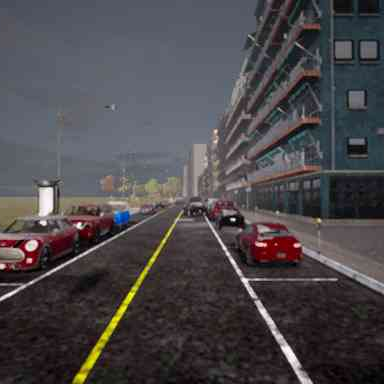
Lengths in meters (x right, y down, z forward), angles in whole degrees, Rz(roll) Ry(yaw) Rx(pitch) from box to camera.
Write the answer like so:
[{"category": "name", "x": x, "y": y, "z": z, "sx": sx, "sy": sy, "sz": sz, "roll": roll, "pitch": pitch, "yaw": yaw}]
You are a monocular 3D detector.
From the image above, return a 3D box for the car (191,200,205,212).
[{"category": "car", "x": 0.841, "y": 1.950, "z": 46.681, "sx": 1.837, "sy": 1.490, "sz": 4.892, "roll": 0, "pitch": -1, "yaw": 0}]

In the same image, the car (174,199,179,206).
[{"category": "car", "x": -2.725, "y": 2.232, "z": 71.781, "sx": 1.994, "sy": 1.385, "sz": 4.181, "roll": 0, "pitch": -1, "yaw": 0}]

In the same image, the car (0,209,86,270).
[{"category": "car", "x": -5.301, "y": 1.547, "z": 11.177, "sx": 1.967, "sy": 1.590, "sz": 4.097, "roll": 1, "pitch": -1, "yaw": 0}]

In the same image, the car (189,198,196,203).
[{"category": "car", "x": 0.031, "y": 2.241, "z": 88.295, "sx": 1.812, "sy": 1.442, "sz": 4.674, "roll": 0, "pitch": -1, "yaw": 0}]

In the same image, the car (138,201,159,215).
[{"category": "car", "x": -5.293, "y": 1.957, "z": 39.446, "sx": 1.802, "sy": 1.307, "sz": 4.206, "roll": 1, "pitch": -1, "yaw": 0}]

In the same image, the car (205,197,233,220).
[{"category": "car", "x": 2.586, "y": 1.588, "z": 28.635, "sx": 2.192, "sy": 1.841, "sz": 5.009, "roll": 1, "pitch": -1, "yaw": 0}]

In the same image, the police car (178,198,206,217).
[{"category": "police car", "x": 0.220, "y": 1.773, "z": 36.536, "sx": 1.930, "sy": 1.638, "sz": 5.238, "roll": 0, "pitch": -1, "yaw": -14}]

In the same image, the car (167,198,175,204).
[{"category": "car", "x": -5.277, "y": 2.332, "z": 84.506, "sx": 1.752, "sy": 1.417, "sz": 4.829, "roll": 1, "pitch": -1, "yaw": 0}]

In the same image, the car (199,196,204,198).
[{"category": "car", "x": 2.594, "y": 1.803, "z": 51.278, "sx": 2.192, "sy": 1.841, "sz": 5.009, "roll": 1, "pitch": -1, "yaw": 0}]

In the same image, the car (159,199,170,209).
[{"category": "car", "x": -5.287, "y": 2.103, "z": 56.407, "sx": 1.947, "sy": 1.339, "sz": 4.313, "roll": 1, "pitch": -1, "yaw": 0}]

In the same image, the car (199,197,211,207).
[{"category": "car", "x": 2.600, "y": 1.965, "z": 68.261, "sx": 2.192, "sy": 1.841, "sz": 5.009, "roll": 1, "pitch": -1, "yaw": 0}]

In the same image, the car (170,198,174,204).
[{"category": "car", "x": -5.283, "y": 2.227, "z": 67.714, "sx": 1.802, "sy": 1.307, "sz": 4.206, "roll": 1, "pitch": -1, "yaw": 0}]

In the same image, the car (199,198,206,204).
[{"category": "car", "x": 2.604, "y": 2.341, "z": 85.411, "sx": 1.752, "sy": 1.417, "sz": 4.829, "roll": 1, "pitch": -1, "yaw": 0}]

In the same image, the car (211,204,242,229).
[{"category": "car", "x": 2.581, "y": 1.785, "z": 22.972, "sx": 1.947, "sy": 1.339, "sz": 4.313, "roll": 1, "pitch": -1, "yaw": 0}]

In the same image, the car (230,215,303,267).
[{"category": "car", "x": 2.577, "y": 1.693, "z": 11.650, "sx": 1.802, "sy": 1.307, "sz": 4.206, "roll": 1, "pitch": -1, "yaw": 0}]

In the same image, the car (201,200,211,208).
[{"category": "car", "x": 2.595, "y": 2.178, "z": 62.598, "sx": 1.802, "sy": 1.307, "sz": 4.206, "roll": 1, "pitch": -1, "yaw": 0}]

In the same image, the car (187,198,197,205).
[{"category": "car", "x": 0.025, "y": 2.111, "z": 73.296, "sx": 2.033, "sy": 1.411, "sz": 5.357, "roll": 0, "pitch": -1, "yaw": 0}]

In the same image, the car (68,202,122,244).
[{"category": "car", "x": -5.298, "y": 1.475, "z": 16.833, "sx": 2.192, "sy": 1.841, "sz": 5.009, "roll": 1, "pitch": -1, "yaw": 0}]

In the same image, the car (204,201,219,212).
[{"category": "car", "x": 2.590, "y": 1.961, "z": 45.786, "sx": 1.752, "sy": 1.417, "sz": 4.829, "roll": 1, "pitch": -1, "yaw": 0}]

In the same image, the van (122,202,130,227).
[{"category": "van", "x": -5.296, "y": 1.555, "z": 22.486, "sx": 1.690, "sy": 1.788, "sz": 3.998, "roll": 1, "pitch": -1, "yaw": 0}]

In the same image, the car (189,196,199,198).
[{"category": "car", "x": 0.399, "y": 1.721, "z": 52.624, "sx": 2.150, "sy": 2.045, "sz": 5.566, "roll": 0, "pitch": -1, "yaw": -5}]
